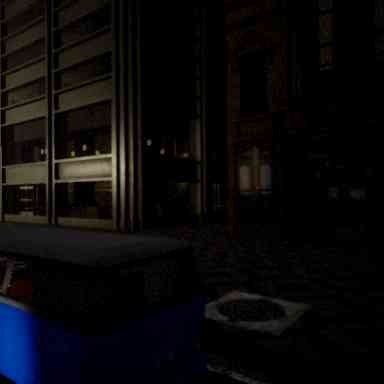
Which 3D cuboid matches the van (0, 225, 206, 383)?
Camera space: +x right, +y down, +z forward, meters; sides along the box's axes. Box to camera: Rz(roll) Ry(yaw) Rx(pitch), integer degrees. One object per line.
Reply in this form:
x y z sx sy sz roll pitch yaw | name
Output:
-1.759 1.381 4.215 3.998 1.788 1.690 -1 0 35 | van
